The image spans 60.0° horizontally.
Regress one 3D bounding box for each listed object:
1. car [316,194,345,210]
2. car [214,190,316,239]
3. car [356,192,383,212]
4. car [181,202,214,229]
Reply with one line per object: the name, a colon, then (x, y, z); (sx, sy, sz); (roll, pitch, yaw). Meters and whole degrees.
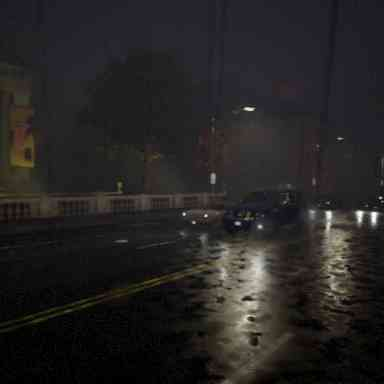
car: (13.363, 0.944, 32.456); (1.812, 1.442, 4.674); (1, 1, 43)
car: (3.687, 0.920, 15.909); (2.150, 2.045, 5.566); (1, 1, 40)
car: (16.995, 1.024, 31.194); (1.994, 1.385, 4.181); (1, 2, 44)
car: (1.519, 1.233, 18.759); (1.895, 1.301, 4.718); (1, 1, 40)
